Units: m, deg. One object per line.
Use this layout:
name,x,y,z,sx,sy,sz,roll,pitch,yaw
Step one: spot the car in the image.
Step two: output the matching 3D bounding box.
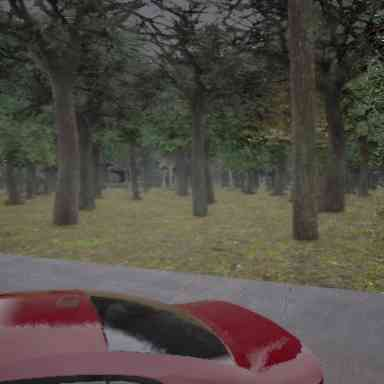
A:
car,-1.544,1.459,1.815,5.008,1.535,1.882,-1,0,-25
